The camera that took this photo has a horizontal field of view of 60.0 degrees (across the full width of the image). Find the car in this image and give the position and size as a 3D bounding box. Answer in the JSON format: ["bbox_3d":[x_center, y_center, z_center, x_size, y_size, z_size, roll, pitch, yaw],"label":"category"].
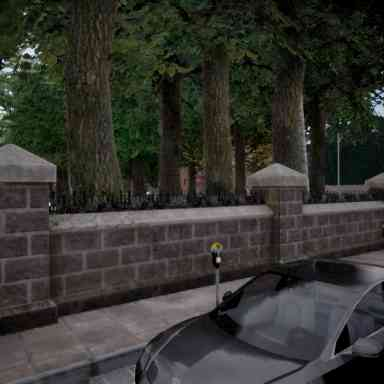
[{"bbox_3d":[1.470,1.565,3.872,4.313,1.339,1.947,0,-1,-36],"label":"car"}]
